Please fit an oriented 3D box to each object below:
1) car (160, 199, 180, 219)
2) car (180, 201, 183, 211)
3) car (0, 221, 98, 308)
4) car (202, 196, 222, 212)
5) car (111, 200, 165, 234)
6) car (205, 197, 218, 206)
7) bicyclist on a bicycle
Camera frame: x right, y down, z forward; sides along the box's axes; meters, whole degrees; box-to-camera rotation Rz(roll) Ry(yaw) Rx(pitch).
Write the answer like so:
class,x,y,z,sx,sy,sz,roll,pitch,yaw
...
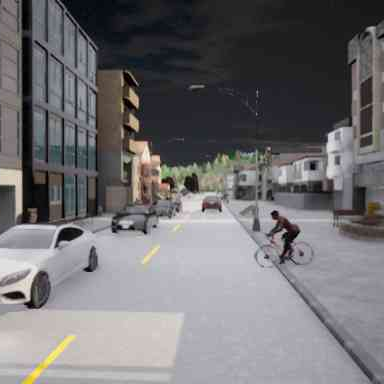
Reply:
class,x,y,z,sx,sy,sz,roll,pitch,yaw
car,-2.423,1.396,27.749,1.837,1.490,4.892,0,0,3
car,-2.032,1.393,34.847,2.033,1.411,5.357,0,0,4
car,-3.701,1.487,7.985,1.812,1.442,4.674,0,0,3
car,2.180,1.195,36.492,2.097,1.767,4.553,0,0,4
car,-3.073,1.408,18.607,2.128,1.511,4.902,0,0,4
car,2.950,1.388,49.422,1.895,1.301,4.718,0,0,4
bicyclist on a bicycle,2.567,1.336,9.413,1.656,1.620,0.582,-5,0,3
